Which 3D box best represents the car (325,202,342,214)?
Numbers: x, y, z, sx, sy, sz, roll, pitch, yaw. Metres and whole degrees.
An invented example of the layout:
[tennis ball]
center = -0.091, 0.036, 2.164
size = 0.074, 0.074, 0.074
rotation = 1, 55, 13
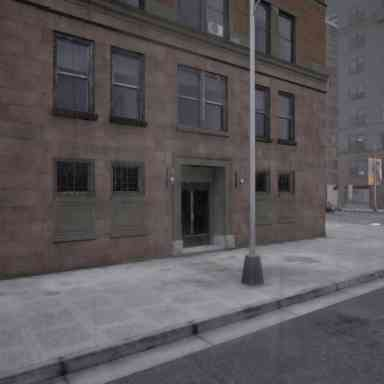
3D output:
[car]
center = 13.023, 1.632, 34.843
size = 1.895, 1.301, 4.718
rotation = 0, 0, -36
